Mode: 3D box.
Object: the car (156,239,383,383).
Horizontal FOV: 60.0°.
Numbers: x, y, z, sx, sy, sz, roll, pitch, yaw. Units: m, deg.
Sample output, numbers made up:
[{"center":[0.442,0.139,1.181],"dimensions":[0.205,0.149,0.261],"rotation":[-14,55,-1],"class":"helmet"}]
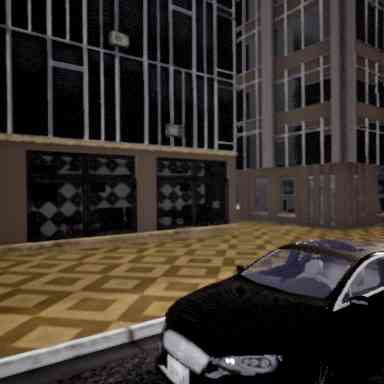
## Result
[{"center":[1.866,1.489,4.667],"dimensions":[4.902,1.511,2.128],"rotation":[0,0,-35],"class":"car"}]
